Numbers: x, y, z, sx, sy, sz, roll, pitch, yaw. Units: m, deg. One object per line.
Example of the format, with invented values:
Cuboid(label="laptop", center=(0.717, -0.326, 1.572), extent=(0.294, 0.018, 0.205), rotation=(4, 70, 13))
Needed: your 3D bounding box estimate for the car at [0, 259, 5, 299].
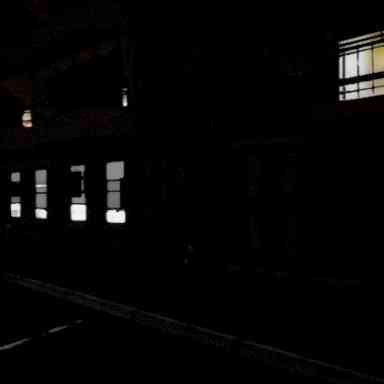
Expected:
Cuboid(label="car", center=(-5.761, 1.437, 6.997), extent=(4.097, 1.590, 1.967), rotation=(0, -1, 35))
